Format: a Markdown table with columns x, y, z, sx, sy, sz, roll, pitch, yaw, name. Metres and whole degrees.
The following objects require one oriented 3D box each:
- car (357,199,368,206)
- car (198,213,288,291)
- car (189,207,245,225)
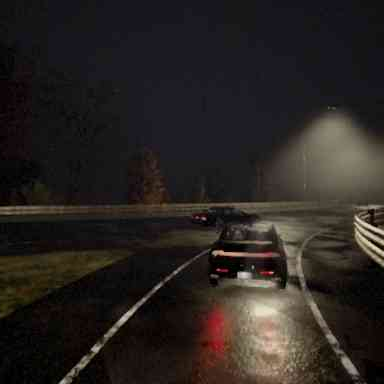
| x | y | z | sx | sy | sz | roll | pitch | yaw | name |
| --- | --- | --- | --- | --- | --- | --- | --- | --- | --- |
| 36.265 | 2.274 | 70.819 | 1.994 | 1.385 | 4.181 | 0 | -1 | 26 | car |
| 1.656 | 1.581 | 9.426 | 2.128 | 1.511 | 4.902 | 0 | -1 | 13 | car |
| 2.419 | 1.763 | 23.332 | 5.357 | 1.411 | 2.033 | 0 | -1 | -33 | car |
